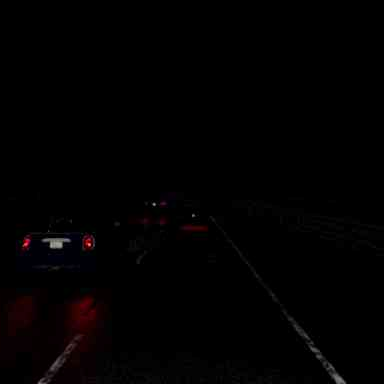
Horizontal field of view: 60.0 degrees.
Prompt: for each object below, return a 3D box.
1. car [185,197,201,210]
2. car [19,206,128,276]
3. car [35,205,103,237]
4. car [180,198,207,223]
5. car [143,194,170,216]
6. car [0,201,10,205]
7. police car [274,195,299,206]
[{"bbox_3d":[0.094,1.447,42.891,1.882,1.535,5.008,0,0,0],"label":"car"},{"bbox_3d":[-3.401,1.349,10.457,2.097,1.767,4.553,0,0,0],"label":"car"},{"bbox_3d":[-6.902,1.539,19.432,2.033,1.411,5.357,0,0,0],"label":"car"},{"bbox_3d":[0.095,1.464,25.386,1.882,1.535,5.008,0,0,0],"label":"car"},{"bbox_3d":[-3.416,1.200,32.666,2.150,2.045,5.566,0,0,0],"label":"car"},{"bbox_3d":[-17.603,1.530,29.640,2.033,1.411,5.357,0,0,0],"label":"car"},{"bbox_3d":[14.097,1.268,50.441,1.930,1.638,5.238,0,0,-19],"label":"police car"}]
